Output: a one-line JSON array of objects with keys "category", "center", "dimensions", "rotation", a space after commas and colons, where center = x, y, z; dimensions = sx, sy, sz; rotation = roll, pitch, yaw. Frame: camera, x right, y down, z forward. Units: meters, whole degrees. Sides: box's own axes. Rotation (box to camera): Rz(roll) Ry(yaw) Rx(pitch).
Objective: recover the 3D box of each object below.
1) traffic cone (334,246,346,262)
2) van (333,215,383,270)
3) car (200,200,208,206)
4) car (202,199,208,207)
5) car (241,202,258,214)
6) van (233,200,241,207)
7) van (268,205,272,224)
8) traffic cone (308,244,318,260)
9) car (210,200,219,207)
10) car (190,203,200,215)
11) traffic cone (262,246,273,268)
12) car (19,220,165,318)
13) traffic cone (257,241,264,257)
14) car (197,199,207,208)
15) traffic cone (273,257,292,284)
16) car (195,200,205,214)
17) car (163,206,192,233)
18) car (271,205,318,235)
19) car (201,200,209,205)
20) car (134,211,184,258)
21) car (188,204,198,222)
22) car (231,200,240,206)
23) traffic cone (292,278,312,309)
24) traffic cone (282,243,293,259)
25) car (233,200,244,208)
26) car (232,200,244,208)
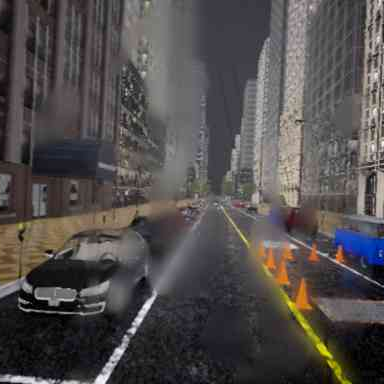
[{"category": "traffic cone", "center": [5.759, 2.389, 12.927], "dimensions": [0.340, 0.580, 0.340], "rotation": [3, -1, 4]}, {"category": "van", "center": [6.719, 1.816, 12.525], "dimensions": [1.690, 1.788, 3.998], "rotation": [2, -1, 4]}, {"category": "car", "center": [2.871, 2.610, 80.960], "dimensions": [1.752, 1.417, 4.829], "rotation": [2, -1, 4]}, {"category": "car", "center": [0.996, 2.217, 52.776], "dimensions": [2.008, 1.369, 4.403], "rotation": [2, -1, 4]}, {"category": "car", "center": [9.349, 2.618, 52.215], "dimensions": [2.008, 1.369, 4.403], "rotation": [2, -1, 4]}, {"category": "van", "center": [11.618, 2.913, 86.241], "dimensions": [1.690, 1.788, 3.998], "rotation": [2, -1, 4]}, {"category": "van", "center": [7.849, 2.070, 29.536], "dimensions": [1.690, 1.788, 3.998], "rotation": [2, -1, 4]}, {"category": "traffic cone", "center": [4.763, 2.341, 12.994], "dimensions": [0.340, 0.580, 0.340], "rotation": [3, -1, 4]}, {"category": "car", "center": [5.384, 2.700, 78.150], "dimensions": [1.812, 1.442, 4.674], "rotation": [3, -1, 4]}, {"category": "car", "center": [-0.512, 1.910, 30.094], "dimensions": [1.802, 1.307, 4.206], "rotation": [2, -1, 4]}, {"category": "traffic cone", "center": [2.637, 2.215, 11.133], "dimensions": [0.340, 0.580, 0.340], "rotation": [3, -1, 4]}, {"category": "car", "center": [-2.018, 1.540, 7.412], "dimensions": [2.008, 1.369, 4.403], "rotation": [2, -1, 4]}, {"category": "traffic cone", "center": [2.770, 2.245, 13.128], "dimensions": [0.340, 0.580, 0.340], "rotation": [3, -1, 4]}, {"category": "car", "center": [2.131, 2.359, 69.789], "dimensions": [1.967, 1.590, 4.097], "rotation": [2, -1, 4]}, {"category": "traffic cone", "center": [2.504, 2.186, 9.137], "dimensions": [0.340, 0.580, 0.340], "rotation": [3, -1, 4]}, {"category": "car", "center": [0.243, 2.048, 41.436], "dimensions": [2.008, 1.369, 4.403], "rotation": [2, -1, 4]}, {"category": "car", "center": [-1.264, 1.703, 18.754], "dimensions": [1.887, 1.381, 4.507], "rotation": [2, -1, 4]}, {"category": "car", "center": [7.473, 1.959, 23.866], "dimensions": [2.192, 1.841, 5.009], "rotation": [2, -1, 4]}, {"category": "car", "center": [3.633, 2.821, 92.470], "dimensions": [1.947, 1.339, 4.313], "rotation": [2, -1, 4]}, {"category": "car", "center": [-1.642, 1.639, 13.083], "dimensions": [1.947, 1.339, 4.313], "rotation": [2, -1, 4]}, {"category": "car", "center": [-0.888, 1.794, 24.424], "dimensions": [2.008, 1.369, 4.403], "rotation": [2, -1, 4]}, {"category": "car", "center": [11.991, 3.096, 91.911], "dimensions": [1.967, 1.590, 4.097], "rotation": [2, -1, 4]}, {"category": "traffic cone", "center": [2.371, 2.156, 7.142], "dimensions": [0.340, 0.580, 0.340], "rotation": [3, -1, 4]}, {"category": "traffic cone", "center": [3.766, 2.293, 13.061], "dimensions": [0.340, 0.580, 0.340], "rotation": [3, -1, 4]}, {"category": "car", "center": [11.242, 2.803, 80.572], "dimensions": [2.192, 1.841, 5.009], "rotation": [2, -1, 4]}, {"category": "car", "center": [10.865, 2.719, 74.901], "dimensions": [2.192, 1.841, 5.009], "rotation": [2, -1, 4]}]
